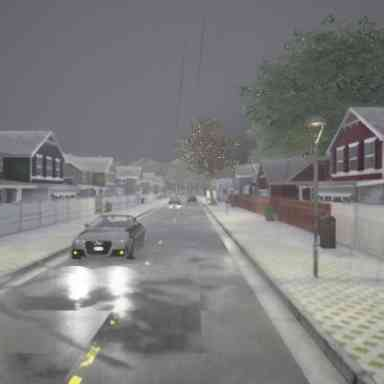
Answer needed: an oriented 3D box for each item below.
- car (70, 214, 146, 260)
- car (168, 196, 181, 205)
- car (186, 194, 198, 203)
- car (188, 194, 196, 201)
[{"bbox_3d":[-2.849,1.527,12.108,1.994,1.385,4.181,0,0,0],"label":"car"},{"bbox_3d":[-2.799,1.430,54.804,1.994,1.385,4.181,0,0,1],"label":"car"},{"bbox_3d":[0.015,1.360,62.524,1.837,1.490,4.892,0,0,0],"label":"car"},{"bbox_3d":[0.005,1.244,76.272,1.837,1.490,4.892,0,0,0],"label":"car"}]
